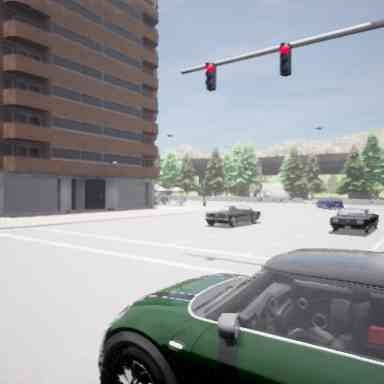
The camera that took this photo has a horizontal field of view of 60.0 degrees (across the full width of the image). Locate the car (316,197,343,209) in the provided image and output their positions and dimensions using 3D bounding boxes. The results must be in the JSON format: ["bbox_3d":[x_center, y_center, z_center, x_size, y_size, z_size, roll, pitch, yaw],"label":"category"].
[{"bbox_3d":[17.359,1.384,42.136,1.882,1.535,5.008,0,0,1],"label":"car"}]

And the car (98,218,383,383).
[{"bbox_3d":[1.207,1.346,3.130,4.553,1.767,2.097,0,0,35],"label":"car"}]

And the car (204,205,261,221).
[{"bbox_3d":[2.769,1.529,22.108,1.895,1.301,4.718,0,0,36],"label":"car"}]

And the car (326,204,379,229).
[{"bbox_3d":[9.531,1.577,19.320,1.895,1.301,4.718,0,0,37],"label":"car"}]
